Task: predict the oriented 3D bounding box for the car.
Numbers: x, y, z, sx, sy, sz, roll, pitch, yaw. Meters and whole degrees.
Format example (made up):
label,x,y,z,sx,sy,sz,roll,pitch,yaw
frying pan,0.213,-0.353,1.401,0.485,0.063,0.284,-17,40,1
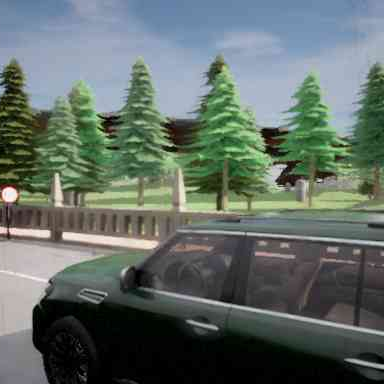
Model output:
label,x,y,z,sx,sy,sz,roll,pitch,yaw
car,0.750,1.200,3.294,5.566,2.045,2.150,0,0,35
